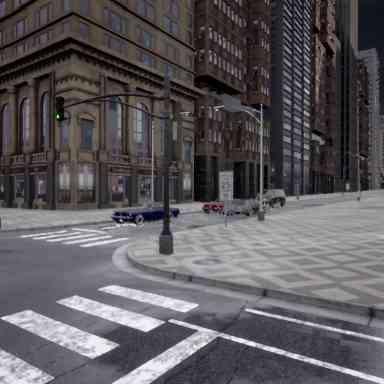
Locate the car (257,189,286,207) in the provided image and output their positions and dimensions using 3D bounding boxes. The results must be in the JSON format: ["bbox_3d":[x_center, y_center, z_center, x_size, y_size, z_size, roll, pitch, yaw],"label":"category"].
[{"bbox_3d":[8.999,0.697,38.347,2.150,2.045,5.566,0,1,36],"label":"car"}]

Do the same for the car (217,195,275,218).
[{"bbox_3d":[4.407,1.202,26.406,2.033,1.411,5.357,0,1,35],"label":"car"}]

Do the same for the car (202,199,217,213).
[{"bbox_3d":[2.859,1.217,29.740,1.895,1.301,4.718,0,1,35],"label":"car"}]

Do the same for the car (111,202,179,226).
[{"bbox_3d":[-2.943,1.351,21.606,1.895,1.301,4.718,0,1,36],"label":"car"}]
